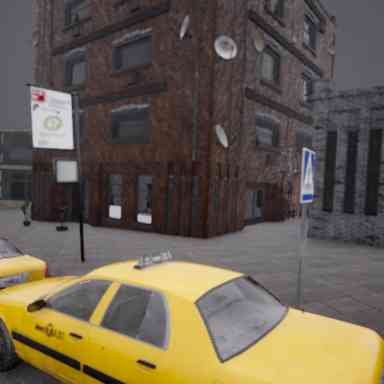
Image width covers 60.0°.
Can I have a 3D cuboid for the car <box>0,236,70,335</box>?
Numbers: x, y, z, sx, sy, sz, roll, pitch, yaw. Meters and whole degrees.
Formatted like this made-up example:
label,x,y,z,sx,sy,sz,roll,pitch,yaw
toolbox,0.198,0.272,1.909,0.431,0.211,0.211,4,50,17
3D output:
label,x,y,z,sx,sy,sz,roll,pitch,yaw
car,-5.171,1.522,7.214,5.366,1.575,1.946,0,0,36
